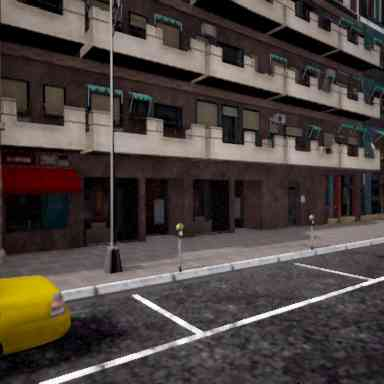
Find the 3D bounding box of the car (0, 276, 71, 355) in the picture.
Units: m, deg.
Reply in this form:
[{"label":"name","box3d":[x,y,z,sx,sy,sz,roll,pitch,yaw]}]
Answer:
[{"label":"car","box3d":[-3.970,1.522,3.733,4.829,1.417,1.752,0,0,-35]}]
